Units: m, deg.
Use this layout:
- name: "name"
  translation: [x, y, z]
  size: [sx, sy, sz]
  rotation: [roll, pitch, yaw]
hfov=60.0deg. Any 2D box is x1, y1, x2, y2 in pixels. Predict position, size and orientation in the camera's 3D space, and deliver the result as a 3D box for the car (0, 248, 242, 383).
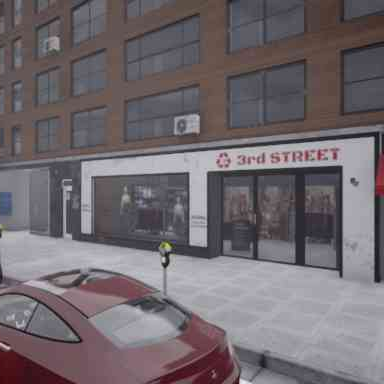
- name: "car"
  translation: [-1.477, 1.583, 3.862]
  size: [4.206, 1.307, 1.802]
  rotation: [0, 0, 35]
